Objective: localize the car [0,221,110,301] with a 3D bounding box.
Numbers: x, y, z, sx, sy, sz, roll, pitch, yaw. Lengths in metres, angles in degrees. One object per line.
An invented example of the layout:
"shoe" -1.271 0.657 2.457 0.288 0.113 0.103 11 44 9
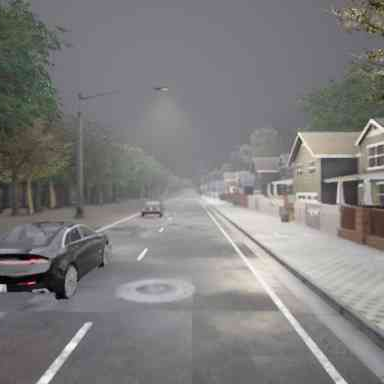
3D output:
"car" -3.402 1.470 8.281 2.128 1.511 4.902 0 0 0

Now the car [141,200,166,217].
"car" -3.407 1.445 30.105 2.033 1.411 5.357 0 0 0
